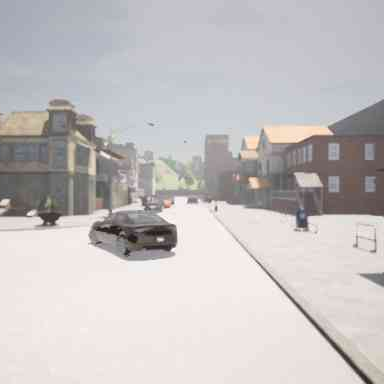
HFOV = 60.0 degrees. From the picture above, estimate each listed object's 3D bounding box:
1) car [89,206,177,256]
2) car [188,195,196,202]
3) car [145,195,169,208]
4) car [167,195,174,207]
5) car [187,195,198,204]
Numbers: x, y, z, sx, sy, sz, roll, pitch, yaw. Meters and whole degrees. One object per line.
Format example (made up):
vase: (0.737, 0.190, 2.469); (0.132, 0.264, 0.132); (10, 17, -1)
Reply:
car: (-2.491, 1.468, 13.301); (1.882, 1.535, 5.008); (1, -1, -35)
car: (0.006, 1.450, 72.141); (1.837, 1.490, 4.892); (0, 0, 0)
car: (-4.091, 1.466, 36.851); (2.128, 1.511, 4.902); (0, 0, 0)
car: (-4.062, 1.320, 45.950); (2.097, 1.767, 4.553); (0, 0, 0)
car: (0.105, 1.435, 60.921); (1.882, 1.535, 5.008); (0, 0, 0)
